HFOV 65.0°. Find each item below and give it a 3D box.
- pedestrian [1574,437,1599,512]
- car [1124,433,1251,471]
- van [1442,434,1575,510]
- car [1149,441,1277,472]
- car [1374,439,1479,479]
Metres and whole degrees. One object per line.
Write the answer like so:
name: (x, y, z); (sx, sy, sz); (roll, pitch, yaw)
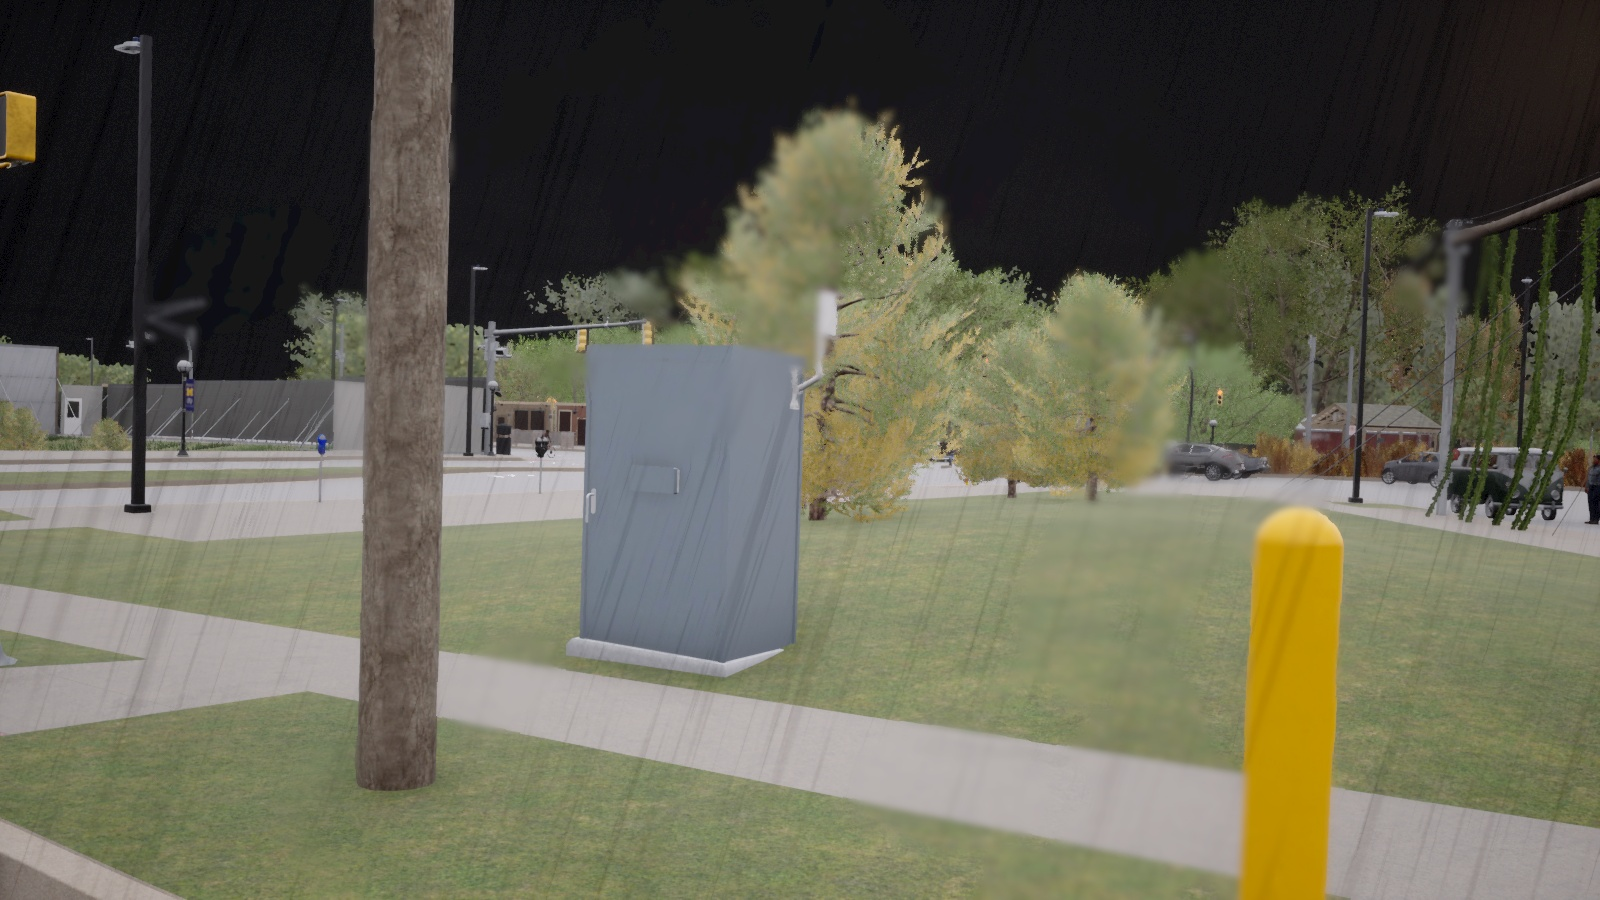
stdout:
pedestrian: (20.777, 0.642, 32.811); (0.788, 1.949, 0.423); (1, 2, -6)
car: (17.395, 0.085, 56.399); (5.027, 1.651, 2.152); (0, 1, 34)
van: (19.953, 0.551, 35.573); (1.775, 1.987, 4.442); (1, 1, 9)
car: (19.504, 0.293, 59.382); (5.357, 1.411, 2.033); (0, 1, 34)
car: (26.470, 0.341, 53.161); (1.845, 1.501, 3.633); (-1, 2, -22)
